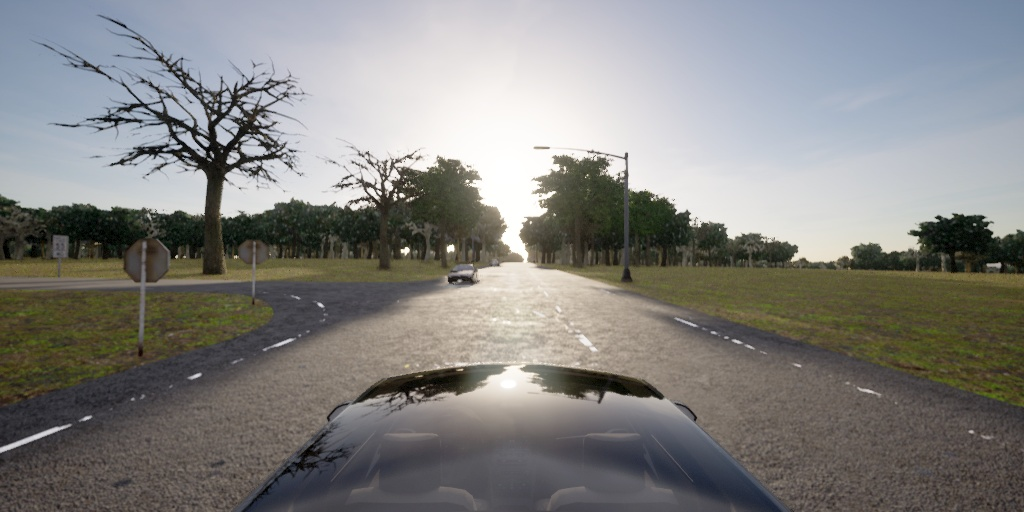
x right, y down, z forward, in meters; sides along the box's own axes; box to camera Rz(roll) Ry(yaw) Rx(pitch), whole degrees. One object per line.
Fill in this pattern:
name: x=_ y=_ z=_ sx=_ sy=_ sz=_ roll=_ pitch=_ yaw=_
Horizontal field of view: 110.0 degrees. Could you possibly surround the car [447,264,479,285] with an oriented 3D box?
car: x=-3.491 y=1.312 z=26.553 sx=2.033 sy=1.411 sz=5.357 roll=0 pitch=-1 yaw=0
